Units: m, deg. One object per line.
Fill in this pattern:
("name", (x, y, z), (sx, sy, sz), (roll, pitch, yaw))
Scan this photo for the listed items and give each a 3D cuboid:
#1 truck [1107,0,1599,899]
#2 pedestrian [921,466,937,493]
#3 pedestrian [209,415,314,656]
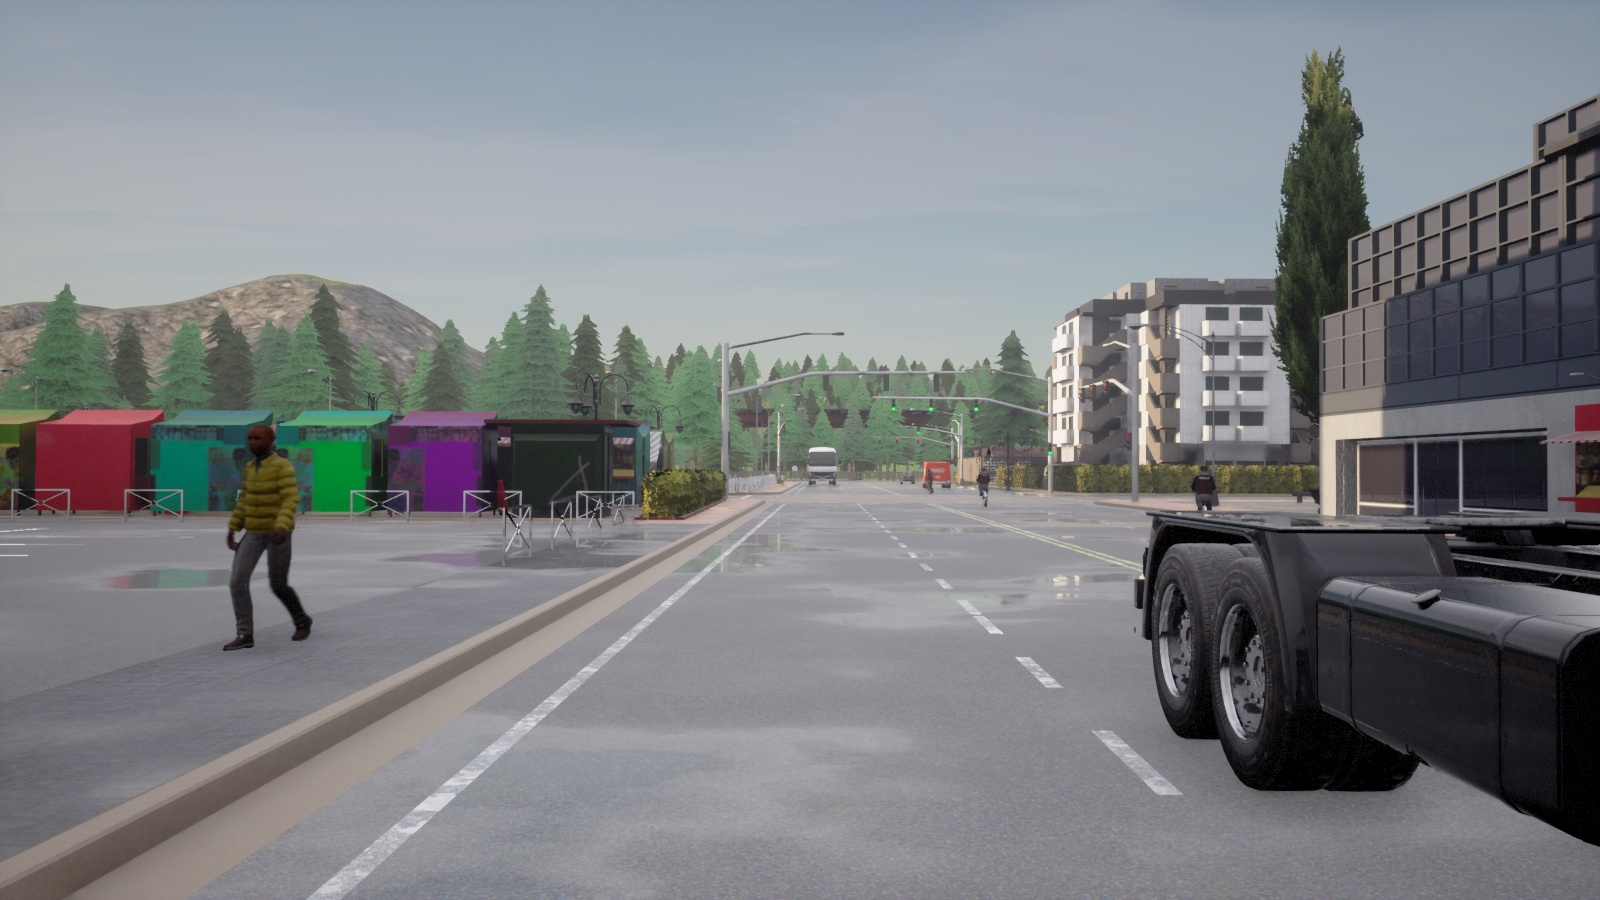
("truck", (3.537, -0.102, 4.747), (2.891, 3.462, 7.936), (0, -1, 1))
("pedestrian", (8.686, 1.984, 84.533), (0.899, 1.844, 0.634), (0, -1, -7))
("pedestrian", (-4.255, 0.657, 9.951), (0.370, 1.835, 0.726), (-1, -1, 18))
